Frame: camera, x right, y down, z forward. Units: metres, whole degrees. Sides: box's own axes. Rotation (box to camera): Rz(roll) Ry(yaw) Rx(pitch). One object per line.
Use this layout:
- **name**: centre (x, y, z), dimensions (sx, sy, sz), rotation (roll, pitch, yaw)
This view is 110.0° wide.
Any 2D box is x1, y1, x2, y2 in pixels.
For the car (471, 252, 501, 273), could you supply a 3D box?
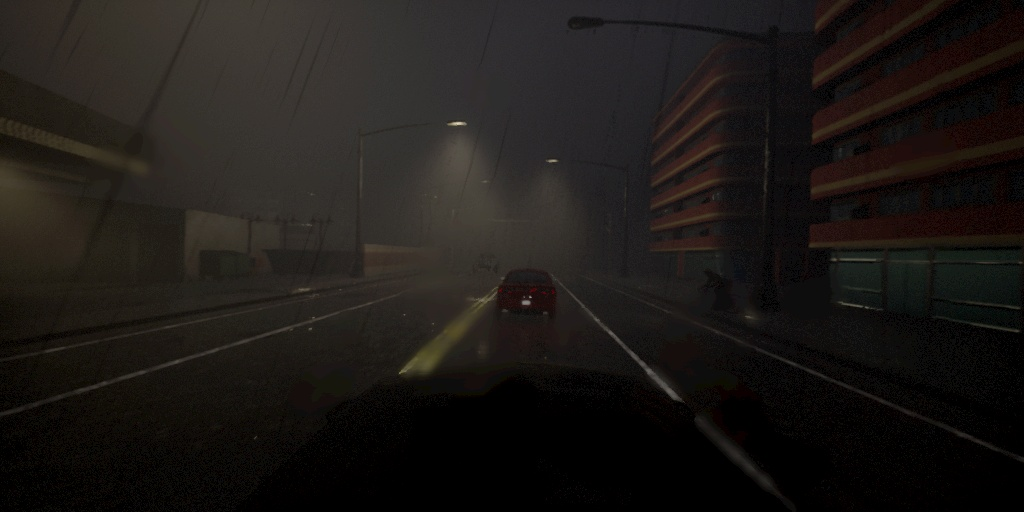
- **car**: centre (-2.082, 0.528, 30.240), dimensions (2.097, 1.767, 4.553), rotation (1, 0, 3)

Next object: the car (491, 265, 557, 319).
- **car**: centre (0.559, 1.184, 12.778), dimensions (1.882, 1.535, 5.008), rotation (1, 0, 3)

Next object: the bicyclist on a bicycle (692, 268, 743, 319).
- **bicyclist on a bicycle**: centre (6.666, 1.202, 11.727), dimensions (1.656, 1.620, 0.582), rotation (-8, 0, 3)
